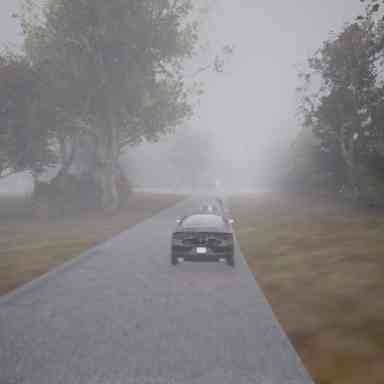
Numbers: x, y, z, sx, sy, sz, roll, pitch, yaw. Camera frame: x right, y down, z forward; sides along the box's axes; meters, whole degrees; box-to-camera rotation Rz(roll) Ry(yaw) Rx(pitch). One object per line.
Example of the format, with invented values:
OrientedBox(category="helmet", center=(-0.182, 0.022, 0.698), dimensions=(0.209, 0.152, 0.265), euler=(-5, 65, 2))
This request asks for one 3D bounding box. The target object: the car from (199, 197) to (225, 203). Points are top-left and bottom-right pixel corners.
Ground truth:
OrientedBox(category="car", center=(1.437, 1.055, 25.050), dimensions=(2.033, 1.411, 5.357), euler=(0, 2, 6))

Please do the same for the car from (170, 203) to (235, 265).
OrientedBox(category="car", center=(0.421, 1.370, 11.413), dimensions=(1.882, 1.535, 5.008), euler=(0, 1, 4))
